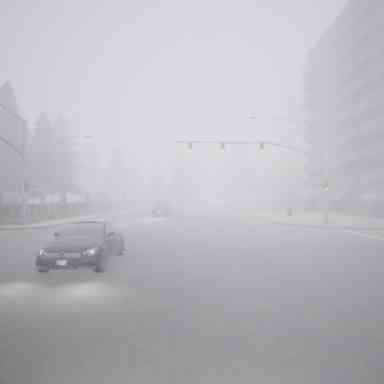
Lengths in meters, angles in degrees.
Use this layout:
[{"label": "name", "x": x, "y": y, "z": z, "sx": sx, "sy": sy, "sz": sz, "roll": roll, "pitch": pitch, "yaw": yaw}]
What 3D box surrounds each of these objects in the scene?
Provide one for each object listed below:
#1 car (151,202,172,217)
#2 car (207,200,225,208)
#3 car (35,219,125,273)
[{"label": "car", "x": -3.280, "y": 1.885, "z": 36.617, "sx": 2.128, "sy": 1.511, "sz": 4.902, "roll": 0, "pitch": -1, "yaw": 3}, {"label": "car", "x": 4.391, "y": 2.129, "z": 59.929, "sx": 1.812, "sy": 1.442, "sz": 4.674, "roll": -1, "pitch": -1, "yaw": 34}, {"label": "car", "x": -3.483, "y": 1.667, "z": 11.243, "sx": 1.812, "sy": 1.442, "sz": 4.674, "roll": 0, "pitch": -1, "yaw": 0}]
